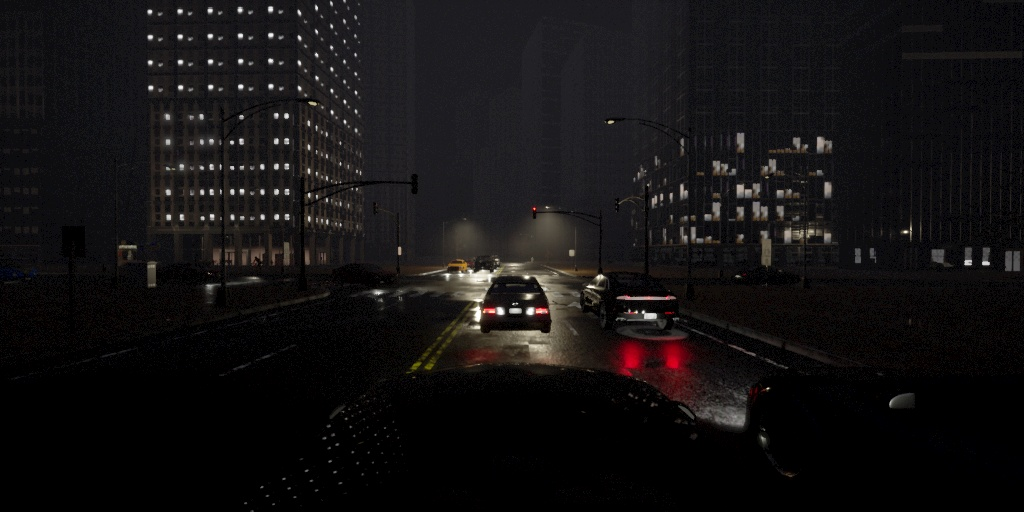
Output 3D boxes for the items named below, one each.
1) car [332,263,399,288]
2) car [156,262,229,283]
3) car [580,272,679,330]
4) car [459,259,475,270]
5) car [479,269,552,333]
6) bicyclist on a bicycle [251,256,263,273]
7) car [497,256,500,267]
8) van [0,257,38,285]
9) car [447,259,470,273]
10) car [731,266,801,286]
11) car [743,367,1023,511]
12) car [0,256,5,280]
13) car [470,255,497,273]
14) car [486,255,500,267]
[{"bbox_3d":[-9.684,1.204,23.680,5.008,1.535,1.882,0,-1,29],"label":"car"},{"bbox_3d":[-23.209,1.174,25.931,4.674,1.442,1.812,1,0,1],"label":"car"},{"bbox_3d":[3.356,1.238,11.085,2.128,1.511,4.902,0,0,0],"label":"car"},{"bbox_3d":[-6.535,1.223,52.618,1.812,1.442,4.674,0,0,0],"label":"car"},{"bbox_3d":[0.109,1.294,10.672,2.033,1.411,5.357,0,0,1],"label":"car"},{"bbox_3d":[-24.665,0.868,34.704,0.582,1.620,1.656,0,1,1],"label":"bicyclist on a bicycle"},{"bbox_3d":[-3.286,1.049,52.836,2.097,1.767,4.553,0,0,0],"label":"car"},{"bbox_3d":[-33.909,0.960,23.625,3.998,1.789,1.690,0,0,1],"label":"van"},{"bbox_3d":[-6.548,1.193,43.206,1.882,1.535,5.008,0,0,0],"label":"car"},{"bbox_3d":[17.807,1.402,25.140,4.181,1.385,1.994,0,0,1],"label":"car"},{"bbox_3d":[3.354,1.314,1.928,1.994,1.385,4.181,0,0,0],"label":"car"},{"bbox_3d":[-41.026,0.914,26.408,4.553,1.767,2.097,0,0,2],"label":"car"},{"bbox_3d":[-3.299,0.938,42.882,2.150,2.045,5.566,0,0,0],"label":"car"},{"bbox_3d":[-3.265,0.896,63.064,2.150,2.045,5.566,0,0,0],"label":"car"}]
